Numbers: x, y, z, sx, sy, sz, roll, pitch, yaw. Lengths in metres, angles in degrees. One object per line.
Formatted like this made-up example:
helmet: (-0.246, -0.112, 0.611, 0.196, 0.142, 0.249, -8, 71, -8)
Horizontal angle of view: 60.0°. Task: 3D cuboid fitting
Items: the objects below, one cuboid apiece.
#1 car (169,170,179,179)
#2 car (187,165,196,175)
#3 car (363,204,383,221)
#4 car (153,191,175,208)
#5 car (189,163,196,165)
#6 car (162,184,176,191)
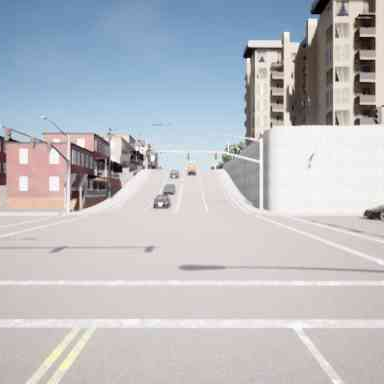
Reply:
car: (-3.554, -3.678, 67.787, 2.128, 1.511, 4.902, 0, 12, 0)
car: (-0.046, -4.427, 71.706, 1.895, 1.301, 4.718, 0, 12, 0)
car: (16.111, 1.535, 26.711, 4.181, 1.385, 1.994, 0, 0, 0)
car: (-3.614, 1.078, 40.454, 2.128, 1.511, 4.902, 0, 4, 0)
car: (-0.052, -6.358, 81.573, 2.097, 1.767, 4.553, 0, 5, 0)
car: (-3.609, -0.506, 53.083, 2.033, 1.411, 5.357, 0, 10, 0)
